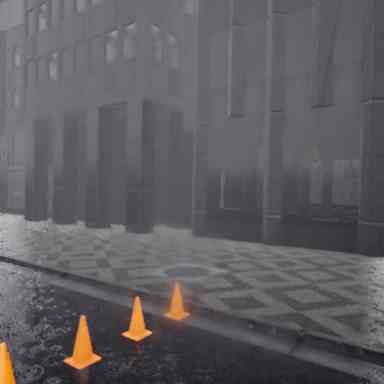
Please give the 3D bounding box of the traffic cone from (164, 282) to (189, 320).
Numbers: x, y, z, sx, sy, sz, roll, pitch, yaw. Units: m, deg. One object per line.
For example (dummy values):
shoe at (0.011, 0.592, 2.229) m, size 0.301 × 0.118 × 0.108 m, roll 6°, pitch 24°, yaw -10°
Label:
traffic cone at (-0.278, 1.935, 6.017) m, size 0.340 × 0.580 × 0.340 m, roll 1°, pitch 0°, yaw 36°

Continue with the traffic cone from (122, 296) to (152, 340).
traffic cone at (-0.861, 1.932, 5.206) m, size 0.340 × 0.580 × 0.340 m, roll 1°, pitch 0°, yaw 36°

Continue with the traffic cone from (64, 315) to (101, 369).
traffic cone at (-1.444, 1.929, 4.393) m, size 0.340 × 0.580 × 0.340 m, roll 1°, pitch 0°, yaw 36°

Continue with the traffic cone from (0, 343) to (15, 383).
traffic cone at (-2.027, 1.925, 3.581) m, size 0.340 × 0.580 × 0.340 m, roll 1°, pitch 0°, yaw 36°
